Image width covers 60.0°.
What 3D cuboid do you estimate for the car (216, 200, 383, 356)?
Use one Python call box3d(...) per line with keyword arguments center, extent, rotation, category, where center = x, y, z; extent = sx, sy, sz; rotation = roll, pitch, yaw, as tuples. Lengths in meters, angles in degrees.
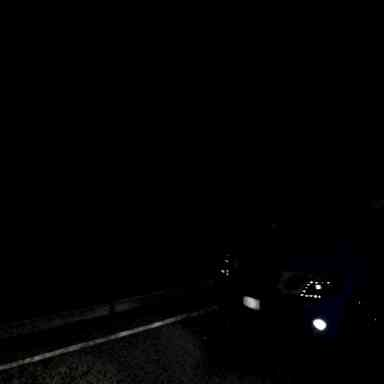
box3d(center=(2.997, 1.208, 6.449), extent=(5.566, 2.045, 2.150), rotation=(0, 0, -39), category="car")
